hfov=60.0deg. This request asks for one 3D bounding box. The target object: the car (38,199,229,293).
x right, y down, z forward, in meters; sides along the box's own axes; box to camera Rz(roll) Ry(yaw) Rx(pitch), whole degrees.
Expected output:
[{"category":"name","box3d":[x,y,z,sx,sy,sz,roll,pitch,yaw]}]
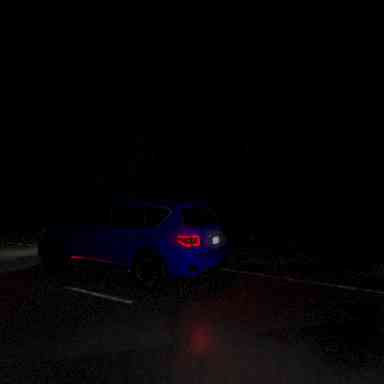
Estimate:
[{"category":"car","box3d":[-1.737,1.202,9.036,5.566,2.045,2.150,0,0,31]}]
